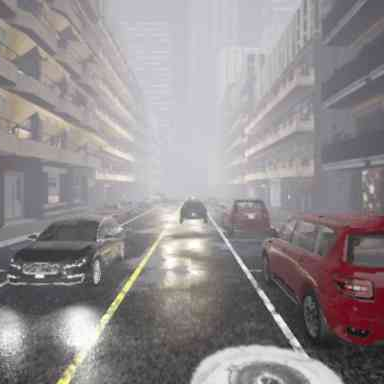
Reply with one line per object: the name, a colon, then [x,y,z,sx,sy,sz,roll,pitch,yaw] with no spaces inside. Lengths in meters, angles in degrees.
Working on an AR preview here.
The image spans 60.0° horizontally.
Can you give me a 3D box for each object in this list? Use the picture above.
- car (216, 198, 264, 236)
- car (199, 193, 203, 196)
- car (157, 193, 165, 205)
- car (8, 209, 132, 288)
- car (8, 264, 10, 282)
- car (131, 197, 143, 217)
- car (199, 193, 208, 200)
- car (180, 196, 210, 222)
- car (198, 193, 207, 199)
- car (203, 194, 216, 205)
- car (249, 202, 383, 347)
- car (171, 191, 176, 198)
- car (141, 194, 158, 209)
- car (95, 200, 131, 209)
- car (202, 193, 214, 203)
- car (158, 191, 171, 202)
car: [2.683,1.197,17.435,2.192,1.841,5.009,-1,0,0]
car: [0.115,1.254,46.197,1.994,1.385,4.181,0,0,0]
car: [-5.683,1.209,51.079,2.008,1.369,4.403,-1,0,0]
car: [-3.094,1.442,9.186,1.837,1.490,4.892,0,0,0]
car: [-5.705,1.508,6.264,2.008,1.369,4.403,-1,0,0]
car: [-5.690,1.389,28.672,1.802,1.307,4.206,-1,0,0]
car: [2.707,1.040,79.057,1.947,1.339,4.313,-1,0,0]
car: [0.109,1.313,24.446,1.882,1.535,5.008,0,1,0]
car: [2.708,0.988,84.660,2.008,1.369,4.403,-1,0,0]
car: [2.695,1.220,45.616,1.752,1.417,4.829,-1,0,0]
car: [2.679,1.272,6.231,2.192,1.841,5.009,-1,0,0]
car: [-5.670,0.951,90.293,2.008,1.369,4.403,-1,0,0]
car: [-5.686,1.283,39.876,2.008,1.369,4.403,-1,0,0]
car: [-5.692,1.427,23.070,1.802,1.307,4.206,-1,0,0]
car: [2.697,1.061,56.649,1.967,1.590,4.097,-1,0,0]
car: [-5.682,0.899,62.282,2.192,1.841,5.009,-1,0,0]
